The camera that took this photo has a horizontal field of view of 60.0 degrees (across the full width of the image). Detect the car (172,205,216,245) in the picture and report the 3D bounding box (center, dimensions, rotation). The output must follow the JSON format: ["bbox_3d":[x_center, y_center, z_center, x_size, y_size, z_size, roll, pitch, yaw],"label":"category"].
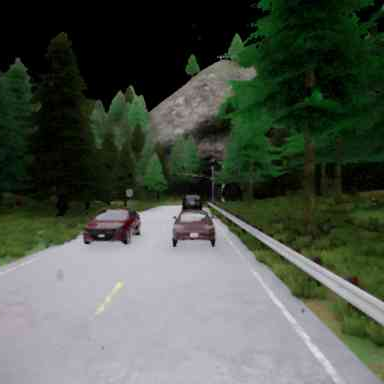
[{"bbox_3d":[0.079,1.525,15.306,1.812,1.442,4.674,0,0,0],"label":"car"}]

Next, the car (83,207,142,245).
[{"bbox_3d":[-3.611,1.482,15.792,1.882,1.535,5.008,0,0,0],"label":"car"}]

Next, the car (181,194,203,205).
[{"bbox_3d":[0.038,1.219,35.663,2.150,2.045,5.566,0,0,0],"label":"car"}]
